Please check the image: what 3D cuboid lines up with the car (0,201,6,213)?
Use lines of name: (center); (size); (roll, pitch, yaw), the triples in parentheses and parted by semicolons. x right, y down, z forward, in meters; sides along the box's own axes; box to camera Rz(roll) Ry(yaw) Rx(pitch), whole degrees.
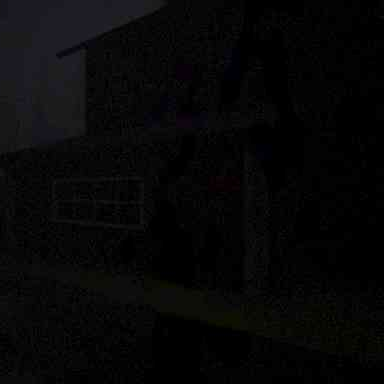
car: (-15.262, 1.476, 26.246); (1.882, 1.535, 5.008); (0, 0, 37)
